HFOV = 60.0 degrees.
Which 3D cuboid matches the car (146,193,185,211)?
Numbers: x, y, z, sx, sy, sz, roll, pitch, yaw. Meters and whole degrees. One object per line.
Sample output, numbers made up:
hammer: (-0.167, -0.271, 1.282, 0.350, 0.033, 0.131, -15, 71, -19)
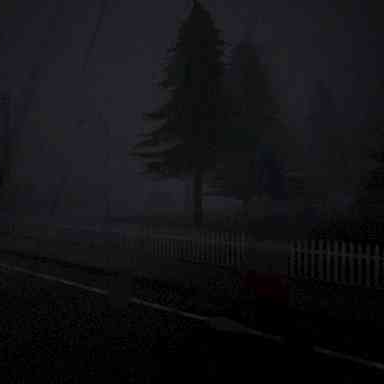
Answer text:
car: (-3.090, 1.157, 39.551, 2.150, 2.045, 5.566, 0, 0, 34)
